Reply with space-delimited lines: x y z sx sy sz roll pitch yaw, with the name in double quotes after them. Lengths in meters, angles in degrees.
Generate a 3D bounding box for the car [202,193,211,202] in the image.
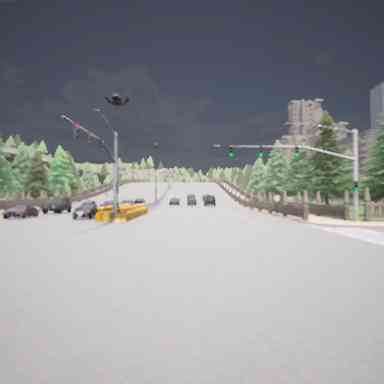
3.339 1.199 75.746 1.812 1.442 4.674 0 6 0 "car"

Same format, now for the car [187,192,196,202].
-0.163 1.107 76.221 1.882 1.535 5.008 0 6 0 "car"

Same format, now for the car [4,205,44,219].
-17.599 2.013 34.474 1.994 1.385 4.181 0 -1 0 "car"

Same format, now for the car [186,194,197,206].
-0.007 1.855 65.867 1.837 1.490 4.892 0 3 0 "car"

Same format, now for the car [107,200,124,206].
-10.602 1.909 42.791 2.097 1.767 4.553 0 -1 0 "car"

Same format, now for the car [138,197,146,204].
-10.616 1.807 67.643 1.895 1.301 4.718 0 3 0 "car"

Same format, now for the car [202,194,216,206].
3.499 1.607 65.129 2.150 2.045 5.566 0 3 0 "car"

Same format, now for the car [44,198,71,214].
-17.601 1.791 43.749 2.150 2.045 5.566 0 -1 0 "car"

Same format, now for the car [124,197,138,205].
-10.627 2.012 54.134 2.097 1.767 4.553 0 0 0 "car"

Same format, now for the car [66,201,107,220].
-10.567 1.930 33.683 2.128 1.511 4.902 0 -1 -1 "car"

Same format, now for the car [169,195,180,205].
-3.512 1.895 66.252 1.994 1.385 4.181 0 3 0 "car"
